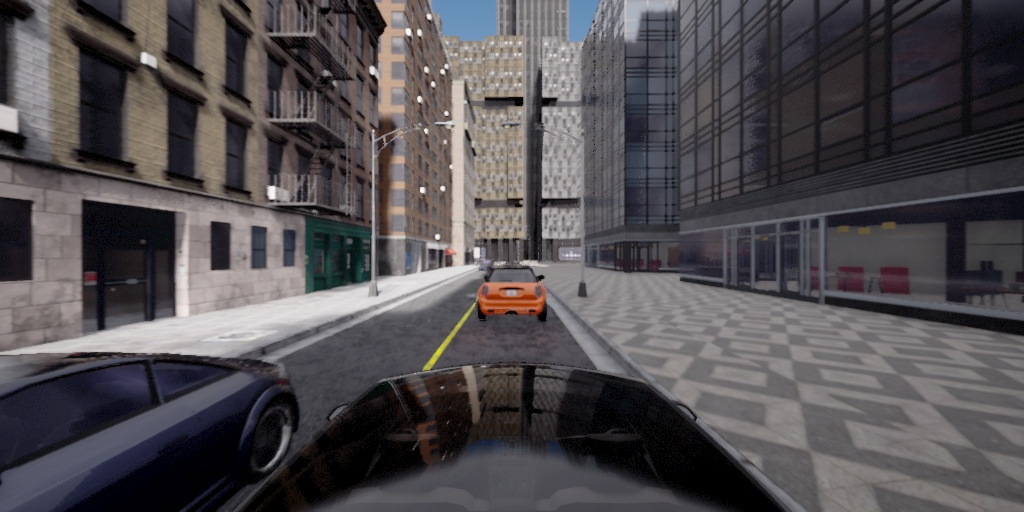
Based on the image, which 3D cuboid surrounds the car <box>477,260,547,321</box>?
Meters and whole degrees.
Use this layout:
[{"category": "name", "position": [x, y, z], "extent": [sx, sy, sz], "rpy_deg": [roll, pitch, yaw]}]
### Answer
[{"category": "car", "position": [0.078, 1.066, 12.503], "extent": [2.097, 1.767, 4.553], "rpy_deg": [0, 1, 2]}]

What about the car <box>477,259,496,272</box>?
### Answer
[{"category": "car", "position": [-3.075, 1.147, 44.402], "extent": [2.033, 1.411, 5.357], "rpy_deg": [0, 0, 0]}]

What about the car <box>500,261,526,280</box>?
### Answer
[{"category": "car", "position": [0.103, 1.190, 31.266], "extent": [2.033, 1.411, 5.357], "rpy_deg": [0, 0, 0]}]

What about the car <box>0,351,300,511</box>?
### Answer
[{"category": "car", "position": [-3.099, 1.314, 1.850], "extent": [1.994, 1.385, 4.181], "rpy_deg": [0, 0, 0]}]
